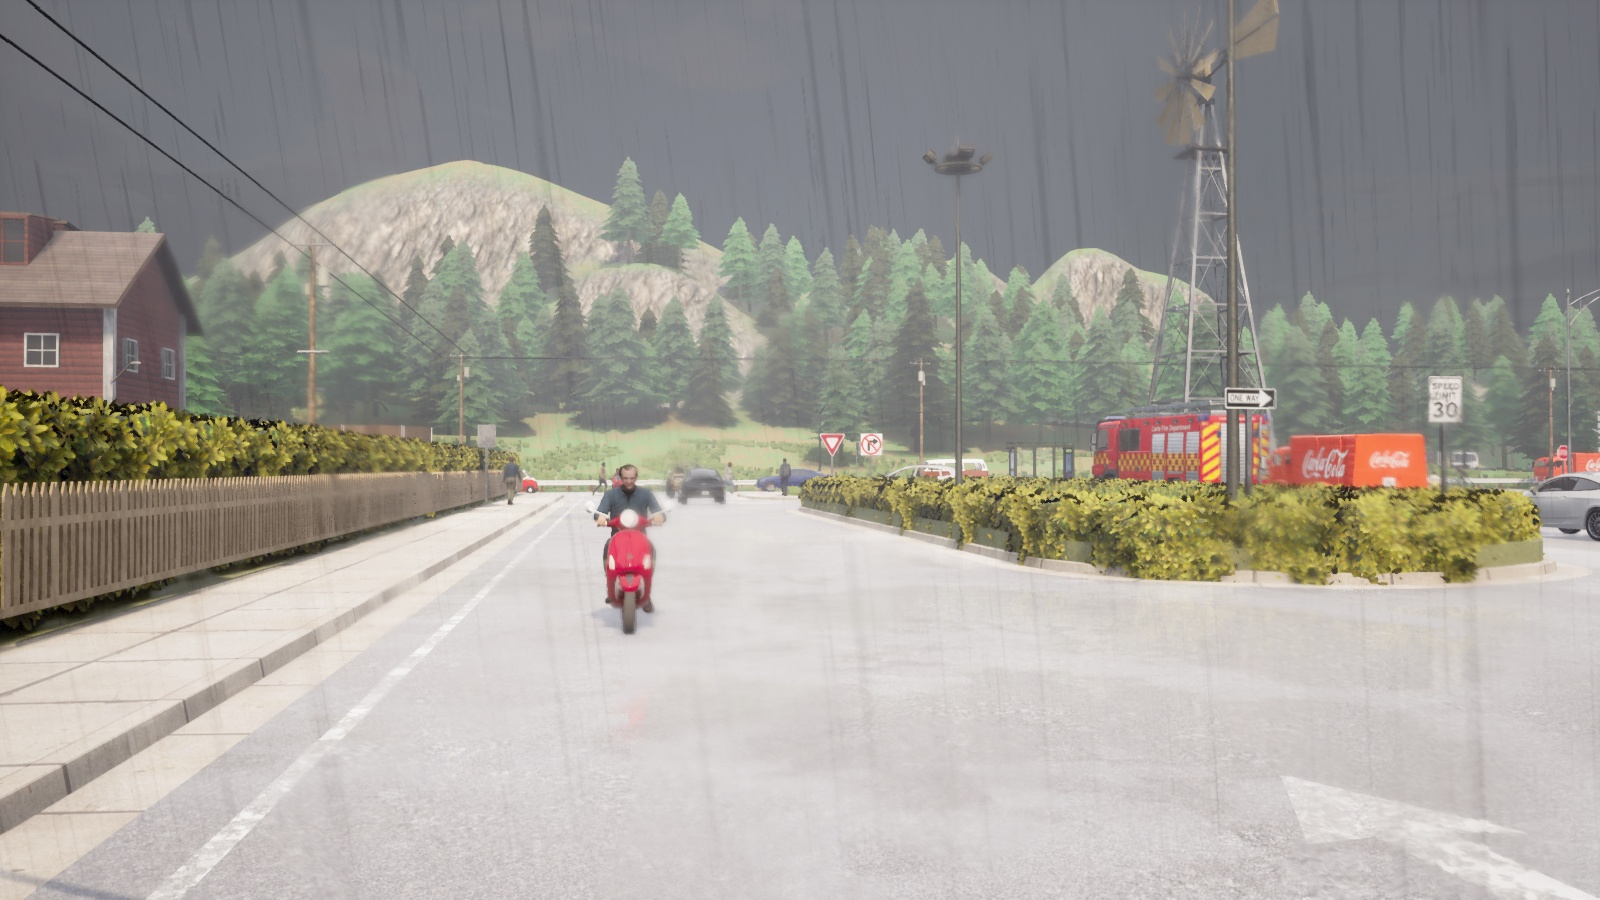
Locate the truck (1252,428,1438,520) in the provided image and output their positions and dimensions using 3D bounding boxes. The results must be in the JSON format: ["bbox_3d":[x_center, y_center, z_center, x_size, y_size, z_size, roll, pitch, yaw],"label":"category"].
[{"bbox_3d":[15.742,0.681,36.715,2.627,2.467,5.204,0,-1,-8],"label":"truck"}]

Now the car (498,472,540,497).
[{"bbox_3d":[-15.905,1.961,71.096,2.207,1.376,1.481,-1,-1,-8],"label":"car"}]

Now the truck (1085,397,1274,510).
[{"bbox_3d":[13.911,0.158,46.998,2.891,3.827,8.468,0,-1,-13],"label":"truck"}]

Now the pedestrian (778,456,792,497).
[{"bbox_3d":[-0.711,1.278,59.875,0.423,1.949,0.788,0,-1,-20],"label":"pedestrian"}]

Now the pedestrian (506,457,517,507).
[{"bbox_3d":[-10.675,1.186,46.483,0.370,1.835,0.726,0,-1,-13],"label":"pedestrian"}]

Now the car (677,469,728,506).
[{"bbox_3d":[-4.202,1.574,53.576,1.837,1.490,4.892,0,-1,-8],"label":"car"}]

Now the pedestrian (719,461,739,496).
[{"bbox_3d":[-3.838,1.542,67.863,0.900,1.855,0.874,-1,-1,12],"label":"pedestrian"}]

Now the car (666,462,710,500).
[{"bbox_3d":[-5.724,1.532,63.540,1.932,1.855,4.605,0,-1,-9],"label":"car"}]

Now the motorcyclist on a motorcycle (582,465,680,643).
[{"bbox_3d":[-1.657,0.947,12.241,0.866,1.590,1.817,0,-1,-8],"label":"motorcyclist on a motorcycle"}]

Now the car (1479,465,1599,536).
[{"bbox_3d":[17.195,1.056,27.343,1.812,1.442,4.674,0,-1,-8],"label":"car"}]

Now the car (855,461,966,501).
[{"bbox_3d":[4.821,1.345,54.410,4.611,1.667,2.242,-1,-1,10],"label":"car"}]

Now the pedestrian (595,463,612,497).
[{"bbox_3d":[-10.442,1.584,66.690,0.869,1.805,0.328,0,-1,-16],"label":"pedestrian"}]

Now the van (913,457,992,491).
[{"bbox_3d":[9.508,1.503,78.242,4.480,2.038,2.069,0,-1,-8],"label":"van"}]

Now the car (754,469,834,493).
[{"bbox_3d":[-0.410,1.873,76.830,4.674,1.442,1.812,0,-1,-8],"label":"car"}]
